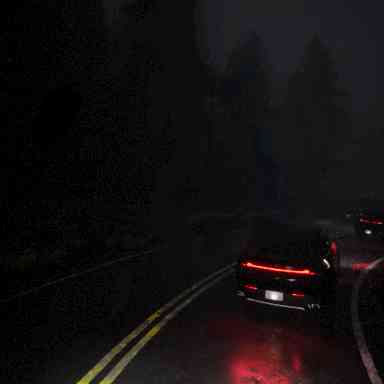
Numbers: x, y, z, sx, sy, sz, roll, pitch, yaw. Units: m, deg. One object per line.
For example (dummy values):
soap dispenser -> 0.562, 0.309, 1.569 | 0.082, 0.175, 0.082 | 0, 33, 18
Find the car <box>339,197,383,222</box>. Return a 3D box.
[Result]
car -> 11.024, 1.096, 20.173 | 4.892, 1.490, 1.837 | -1, 5, -30

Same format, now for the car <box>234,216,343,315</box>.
car -> 2.426, 1.502, 7.848 | 1.837, 1.490, 4.892 | 2, 1, 25

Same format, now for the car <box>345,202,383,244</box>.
car -> 9.476, 1.408, 15.343 | 4.892, 1.490, 1.837 | -1, 5, -33
